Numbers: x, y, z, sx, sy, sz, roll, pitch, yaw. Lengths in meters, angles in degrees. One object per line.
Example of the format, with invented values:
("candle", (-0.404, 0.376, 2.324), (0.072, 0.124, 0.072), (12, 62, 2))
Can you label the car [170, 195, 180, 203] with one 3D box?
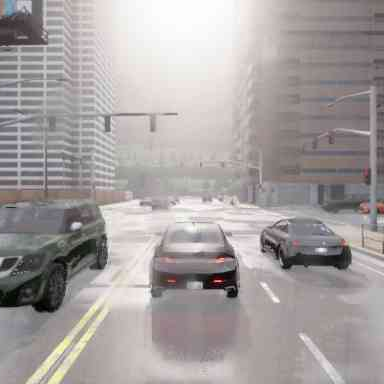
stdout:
("car", (-3.606, 1.500, 70.704), (1.837, 1.490, 4.892), (0, 0, 0))

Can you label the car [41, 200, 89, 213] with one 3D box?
("car", (-13.841, 1.601, 36.573), (4.718, 1.301, 1.895), (0, 0, -13))

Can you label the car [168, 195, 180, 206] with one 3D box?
("car", (-3.672, 1.490, 55.391), (2.128, 1.511, 4.902), (0, 0, 0))

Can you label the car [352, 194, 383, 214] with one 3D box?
("car", (18.968, 1.352, 33.036), (4.553, 1.767, 2.097), (0, 0, 0))

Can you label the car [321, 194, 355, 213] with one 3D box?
("car", (17.143, 1.221, 36.556), (5.566, 2.045, 2.150), (0, 0, 0))

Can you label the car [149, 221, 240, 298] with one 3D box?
("car", (0.052, 1.492, 8.497), (2.128, 1.511, 4.902), (0, 0, 0))

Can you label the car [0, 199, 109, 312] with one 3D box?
("car", (-3.613, 1.221, 8.039), (2.150, 2.045, 5.566), (0, 0, 0))

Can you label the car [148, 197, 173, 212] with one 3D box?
("car", (-3.660, 1.601, 39.561), (1.895, 1.301, 4.718), (0, 0, 0))

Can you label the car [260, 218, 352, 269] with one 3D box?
("car", (3.563, 1.564, 11.149), (1.994, 1.385, 4.181), (0, 0, 0))

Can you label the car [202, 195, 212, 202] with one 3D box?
("car", (3.389, 1.355, 75.371), (2.097, 1.767, 4.553), (0, 0, 0))

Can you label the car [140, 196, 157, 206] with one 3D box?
("car", (-7.175, 1.526, 53.331), (1.812, 1.442, 4.674), (0, 0, 1))
